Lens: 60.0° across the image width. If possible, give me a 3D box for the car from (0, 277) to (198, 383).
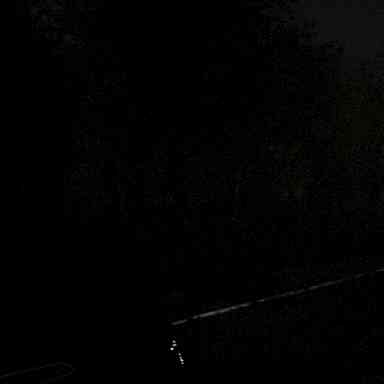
[{"bbox_3d":[-2.604,1.207,1.887,5.566,2.045,2.150,1,-1,-36],"label":"car"}]
